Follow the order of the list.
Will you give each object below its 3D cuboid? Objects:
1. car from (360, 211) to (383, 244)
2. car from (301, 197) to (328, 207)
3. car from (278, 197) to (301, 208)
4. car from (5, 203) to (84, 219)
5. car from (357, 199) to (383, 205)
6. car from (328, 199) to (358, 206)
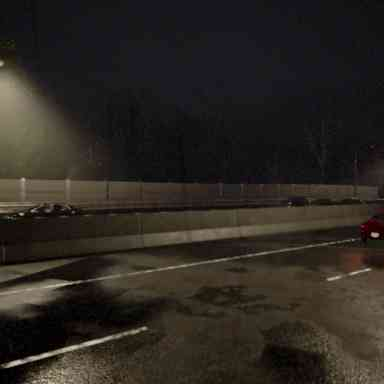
[{"bbox_3d":[9.160,1.537,14.577,4.674,1.442,1.812,0,0,-35],"label":"car"},{"bbox_3d":[15.980,1.566,41.166,4.674,1.442,1.812,0,0,-35],"label":"car"},{"bbox_3d":[13.406,1.391,43.628,4.553,1.767,2.097,0,0,-35],"label":"car"},{"bbox_3d":[-9.960,1.509,22.680,4.892,1.490,1.837,0,0,-35],"label":"car"},{"bbox_3d":[20.413,1.588,35.735,5.357,1.411,2.033,0,0,-35],"label":"car"},{"bbox_3d":[18.246,1.546,38.485,4.892,1.490,1.837,0,0,-35],"label":"car"}]
